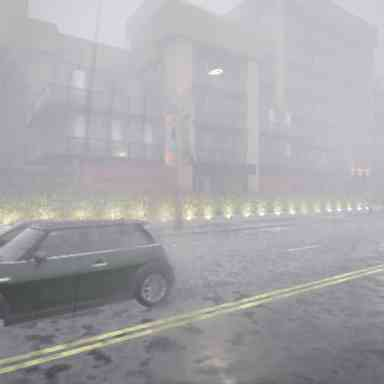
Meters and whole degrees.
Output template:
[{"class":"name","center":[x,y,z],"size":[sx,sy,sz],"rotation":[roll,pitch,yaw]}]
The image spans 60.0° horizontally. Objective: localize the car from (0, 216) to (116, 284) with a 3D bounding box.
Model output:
[{"class":"car","center":[-4.672,1.526,9.240],"size":[4.674,1.442,1.812],"rotation":[0,0,-35]}]

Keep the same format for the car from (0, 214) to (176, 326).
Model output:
[{"class":"car","center":[-2.640,1.352,6.396],"size":[4.553,1.767,2.097],"rotation":[0,0,-35]}]
